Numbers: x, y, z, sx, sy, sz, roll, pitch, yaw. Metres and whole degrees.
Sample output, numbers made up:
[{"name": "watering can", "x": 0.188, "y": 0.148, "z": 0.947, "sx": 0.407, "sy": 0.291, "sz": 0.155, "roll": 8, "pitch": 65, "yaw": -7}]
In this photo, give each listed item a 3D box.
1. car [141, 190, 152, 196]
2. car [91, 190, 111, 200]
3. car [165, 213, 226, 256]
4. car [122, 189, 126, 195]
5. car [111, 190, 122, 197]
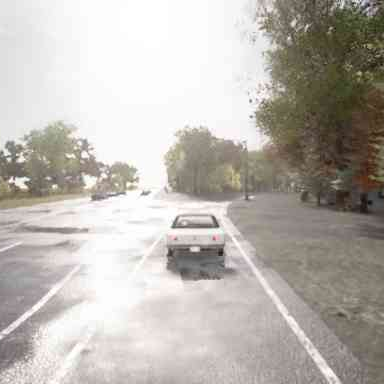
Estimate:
[{"name": "car", "x": -11.011, "y": 0.222, "z": 78.021, "sx": 2.033, "sy": 1.411, "sz": 5.357, "roll": -1, "pitch": 1, "yaw": -5}, {"name": "car", "x": -15.613, "y": 0.467, "z": 56.024, "sx": 2.097, "sy": 1.767, "sz": 4.553, "roll": -1, "pitch": 1, "yaw": -5}, {"name": "car", "x": 0.136, "y": 1.416, "z": 12.350, "sx": 1.895, "sy": 1.301, "sz": 4.718, "roll": -1, "pitch": 1, "yaw": 1}, {"name": "car", "x": -18.388, "y": 0.084, "z": 87.507, "sx": 1.882, "sy": 1.535, "sz": 5.008, "roll": -1, "pitch": 1, "yaw": -5}, {"name": "car", "x": -16.975, "y": 0.399, "z": 71.756, "sx": 2.033, "sy": 1.411, "sz": 5.357, "roll": -1, "pitch": 1, "yaw": -5}]
